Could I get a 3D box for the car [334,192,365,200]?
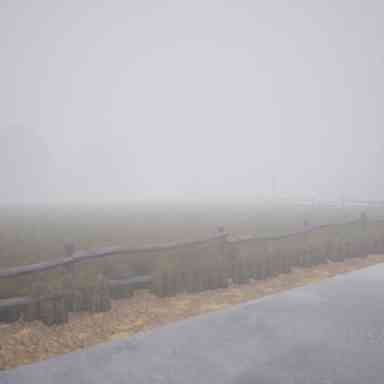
[{"bbox_3d":[33.584,0.899,70.979,2.242,1.667,4.611,-1,0,-37],"label":"car"}]
